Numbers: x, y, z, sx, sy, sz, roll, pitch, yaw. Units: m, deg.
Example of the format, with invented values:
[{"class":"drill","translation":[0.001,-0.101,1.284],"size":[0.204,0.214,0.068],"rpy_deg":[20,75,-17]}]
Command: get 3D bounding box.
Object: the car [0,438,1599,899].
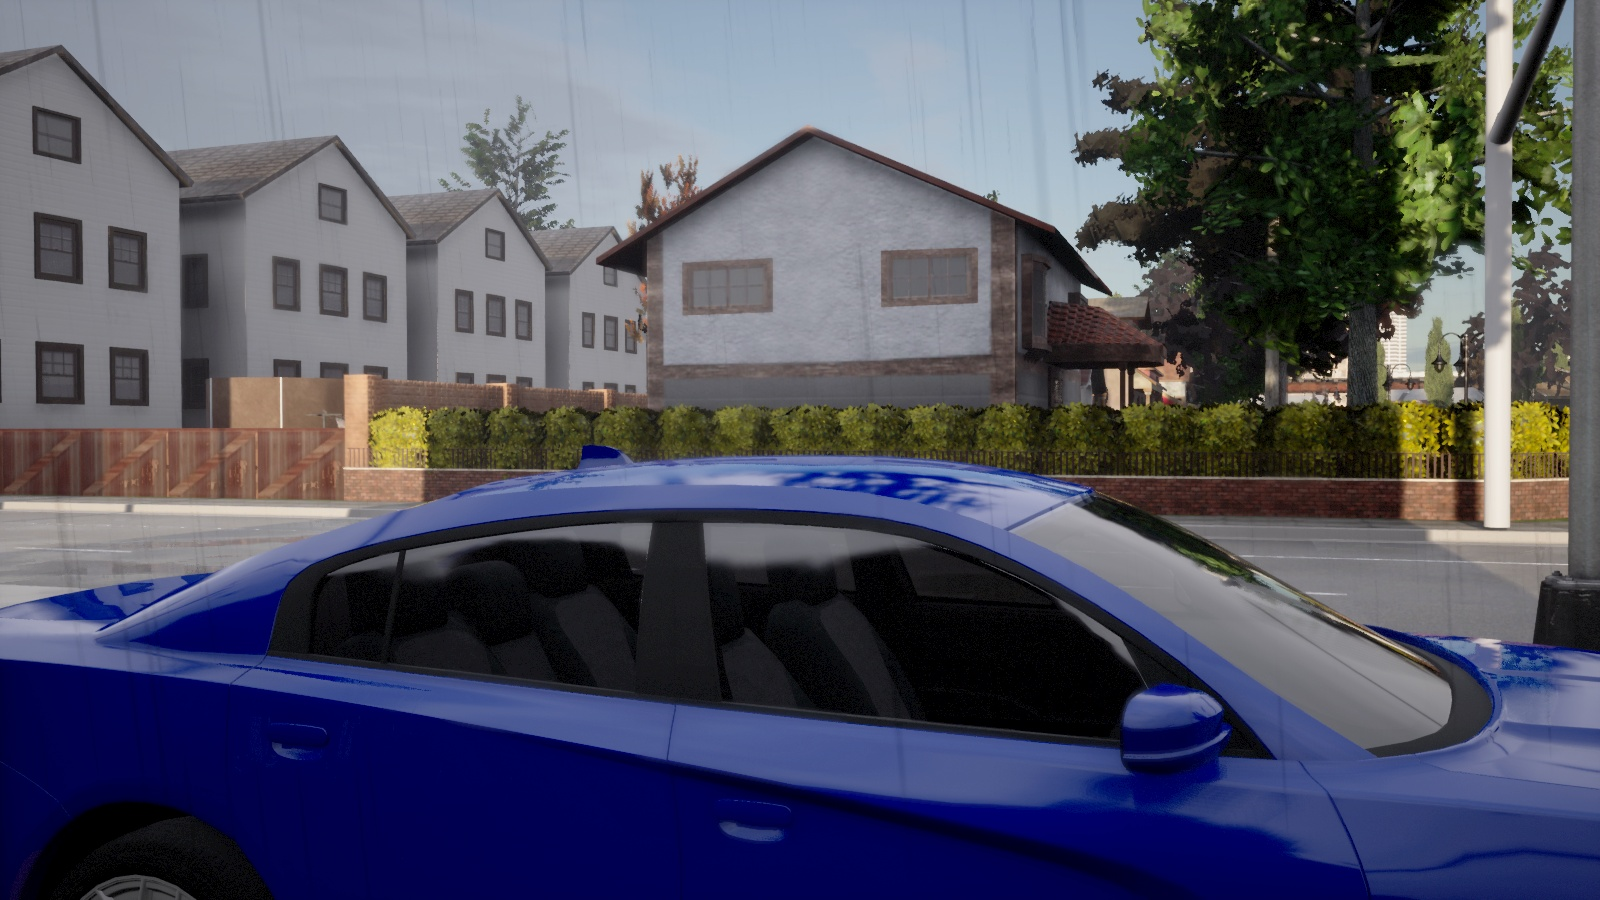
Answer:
[{"class":"car","translation":[0.253,0.755,3.108],"size":[5.008,1.535,1.882],"rpy_deg":[1,1,19]}]
